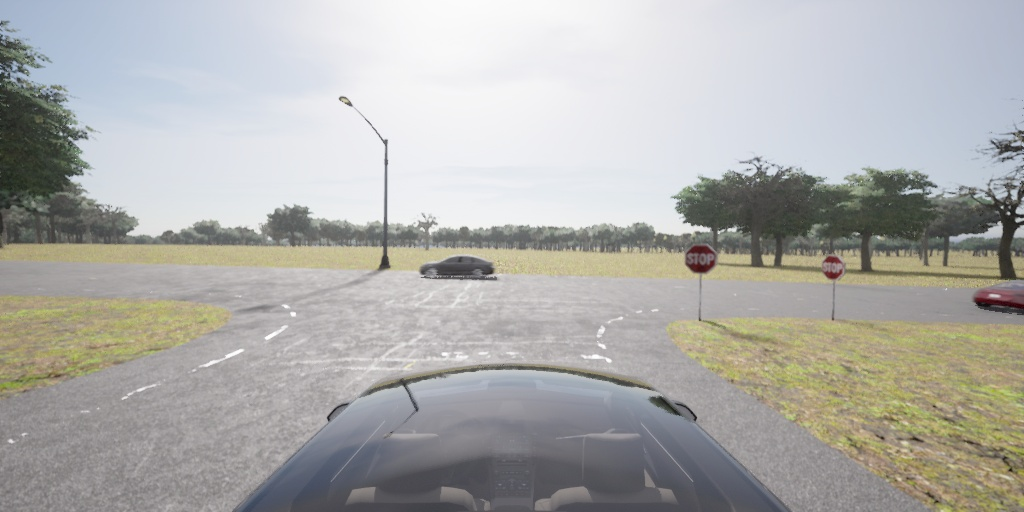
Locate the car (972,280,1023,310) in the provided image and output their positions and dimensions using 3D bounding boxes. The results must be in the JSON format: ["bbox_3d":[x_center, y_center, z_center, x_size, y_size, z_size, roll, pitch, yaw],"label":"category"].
[{"bbox_3d":[23.974,1.839,16.314,4.181,1.385,1.994,2,3,0],"label":"car"}]

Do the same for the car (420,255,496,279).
[{"bbox_3d":[-3.508,0.685,23.421,4.892,1.490,1.837,1,2,0],"label":"car"}]
